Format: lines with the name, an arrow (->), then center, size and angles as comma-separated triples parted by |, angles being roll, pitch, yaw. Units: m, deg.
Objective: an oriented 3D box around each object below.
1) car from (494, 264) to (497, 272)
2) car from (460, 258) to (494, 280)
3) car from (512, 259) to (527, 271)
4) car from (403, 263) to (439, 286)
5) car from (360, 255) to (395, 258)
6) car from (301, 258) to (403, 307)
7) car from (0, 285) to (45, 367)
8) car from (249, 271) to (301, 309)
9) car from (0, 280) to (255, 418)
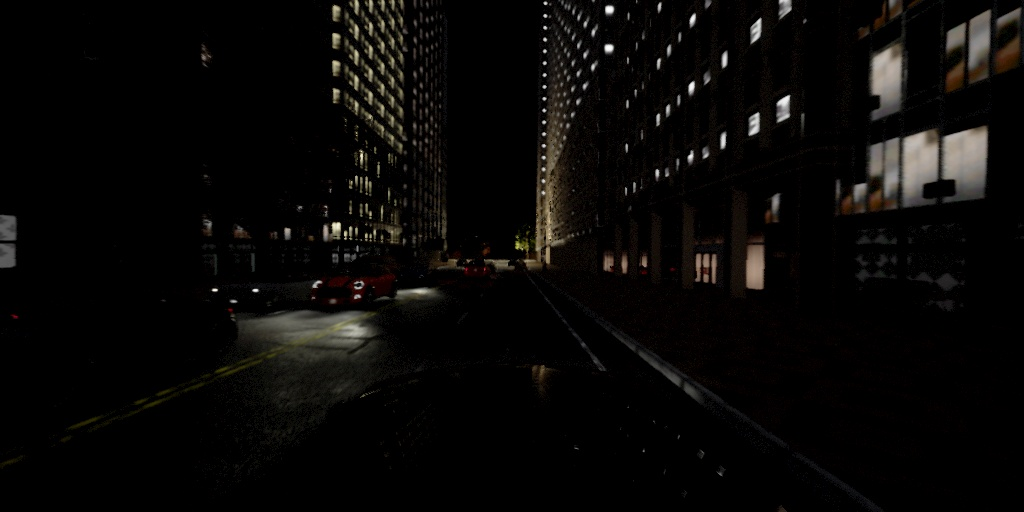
car -> -3.020, 1.352, 44.753 | 2.128, 1.511, 4.902 | 1, 0, 0
car -> -3.059, 1.173, 32.154 | 2.097, 1.767, 4.553 | 1, 0, 0
car -> 1.293, 1.380, 52.977 | 1.801, 1.575, 5.366 | 1, 0, 0
car -> -6.491, 1.245, 25.363 | 1.882, 1.535, 5.008 | 1, 0, 1
car -> -9.742, 0.958, 25.407 | 2.150, 2.045, 5.566 | 1, 0, 0
car -> -6.553, 1.086, 15.400 | 2.097, 1.767, 4.553 | 1, 0, 0
car -> -9.861, 1.230, 4.730 | 1.994, 1.385, 4.181 | 1, 0, -2
car -> -9.809, 1.302, 14.849 | 1.895, 1.301, 4.718 | 1, 0, 0
car -> -6.594, 1.264, 5.630 | 1.994, 1.385, 4.181 | 1, 0, 0
